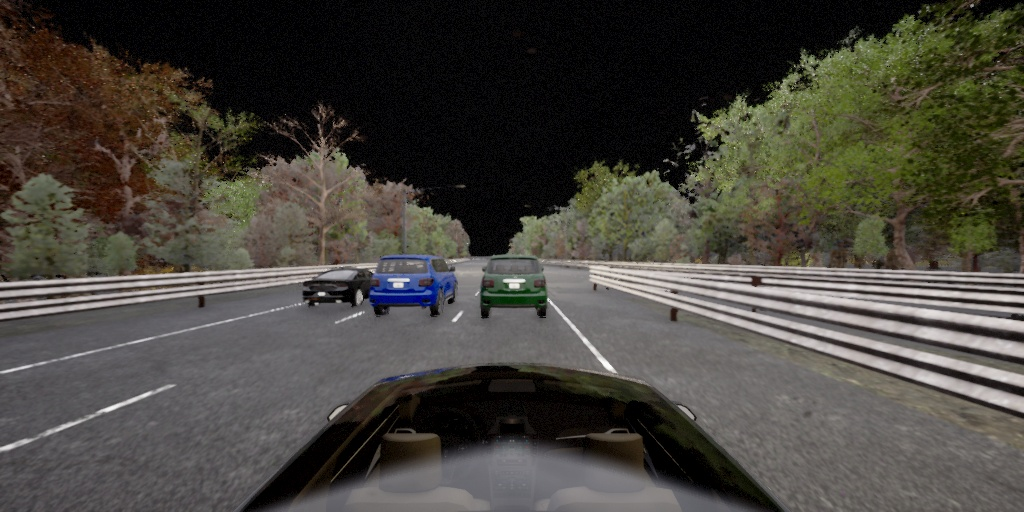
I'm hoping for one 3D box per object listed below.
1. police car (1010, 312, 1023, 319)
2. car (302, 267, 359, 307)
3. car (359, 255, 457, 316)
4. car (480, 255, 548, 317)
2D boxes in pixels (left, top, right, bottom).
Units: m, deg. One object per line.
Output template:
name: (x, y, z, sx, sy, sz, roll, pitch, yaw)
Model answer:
police car: (14.583, 1.300, 7.417, 2.038, 1.542, 4.974, 0, 0, -14)
car: (-6.982, 1.237, 15.570, 1.882, 1.535, 5.008, 0, 0, -1)
car: (-3.461, 0.978, 13.535, 2.150, 2.045, 5.566, 0, 0, 0)
car: (0.042, 0.976, 13.263, 2.150, 2.045, 5.566, 0, 0, 0)
